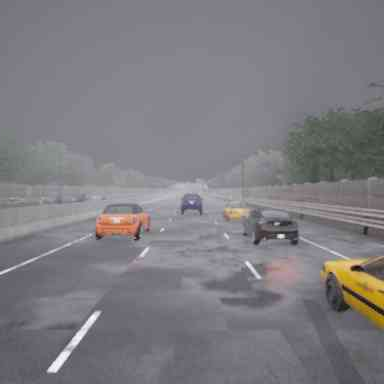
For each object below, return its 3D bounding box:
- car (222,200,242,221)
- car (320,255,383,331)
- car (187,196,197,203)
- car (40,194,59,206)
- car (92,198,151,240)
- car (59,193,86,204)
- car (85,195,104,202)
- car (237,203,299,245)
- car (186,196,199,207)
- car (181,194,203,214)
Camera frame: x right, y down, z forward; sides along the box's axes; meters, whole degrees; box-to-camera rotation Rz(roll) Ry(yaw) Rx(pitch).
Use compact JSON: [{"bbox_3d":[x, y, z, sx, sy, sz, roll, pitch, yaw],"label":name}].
[{"bbox_3d":[3.491,1.441,26.666,1.801,1.575,5.366,0,0,0],"label":"car"},{"bbox_3d":[3.498,1.451,4.661,1.801,1.575,5.366,0,0,0],"label":"car"},{"bbox_3d":[-0.024,1.544,73.830,2.033,1.411,5.357,0,0,0],"label":"car"},{"bbox_3d":[-21.016,1.160,50.109,2.097,1.767,4.553,0,0,0],"label":"car"},{"bbox_3d":[-3.406,1.337,17.175,2.097,1.767,4.553,0,0,0],"label":"car"},{"bbox_3d":[-17.516,1.133,50.051,2.150,2.045,5.566,0,0,0],"label":"car"},{"bbox_3d":[-14.016,1.521,50.084,1.882,1.535,5.008,0,0,0],"label":"car"},{"bbox_3d":[3.495,1.490,15.474,1.837,1.490,4.892,0,0,0],"label":"car"},{"bbox_3d":[0.074,1.478,53.574,1.882,1.535,5.008,0,0,0],"label":"car"},{"bbox_3d":[-0.026,1.207,35.497,2.150,2.045,5.566,0,0,0],"label":"car"}]
